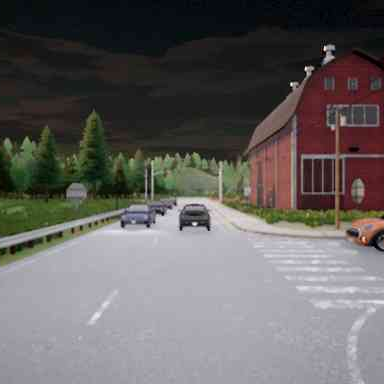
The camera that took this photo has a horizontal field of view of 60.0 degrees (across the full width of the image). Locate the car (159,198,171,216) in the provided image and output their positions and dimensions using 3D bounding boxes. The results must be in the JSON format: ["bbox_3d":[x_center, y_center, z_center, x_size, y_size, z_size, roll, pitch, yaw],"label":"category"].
[{"bbox_3d":[-3.497,1.578,32.903,2.033,1.411,5.357,0,0,0],"label":"car"}]

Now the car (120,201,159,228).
[{"bbox_3d":[-3.531,1.546,22.453,1.812,1.442,4.674,0,0,0],"label":"car"}]

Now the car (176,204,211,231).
[{"bbox_3d":[0.164,1.524,20.975,1.837,1.490,4.892,0,0,0],"label":"car"}]

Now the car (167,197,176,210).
[{"bbox_3d":[-3.462,1.545,43.301,1.837,1.490,4.892,0,0,0],"label":"car"}]

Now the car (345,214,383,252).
[{"bbox_3d":[8.683,1.365,13.371,4.553,1.767,2.097,0,0,4],"label":"car"}]
